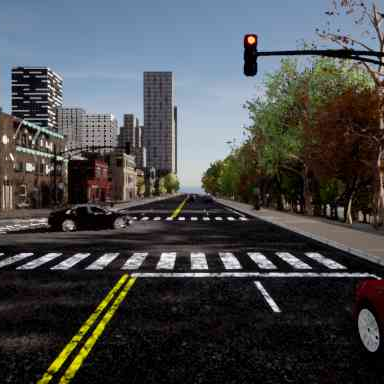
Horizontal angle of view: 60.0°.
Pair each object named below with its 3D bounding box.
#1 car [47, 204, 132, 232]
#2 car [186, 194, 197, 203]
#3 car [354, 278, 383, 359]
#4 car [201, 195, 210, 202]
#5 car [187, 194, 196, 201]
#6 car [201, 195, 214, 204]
[{"bbox_3d":[-6.053,1.494,19.984,4.892,1.490,1.837,0,2,-25],"label":"car"},{"bbox_3d":[-0.143,1.501,66.011,1.812,1.442,4.674,0,0,0],"label":"car"},{"bbox_3d":[3.344,1.477,2.962,1.882,1.535,5.008,0,0,0],"label":"car"},{"bbox_3d":[3.090,1.470,76.322,1.837,1.490,4.892,0,0,0],"label":"car"},{"bbox_3d":[-0.164,1.280,76.013,1.882,1.535,5.008,0,0,0],"label":"car"},{"bbox_3d":[3.214,1.523,65.473,2.033,1.411,5.357,0,0,-1],"label":"car"}]
